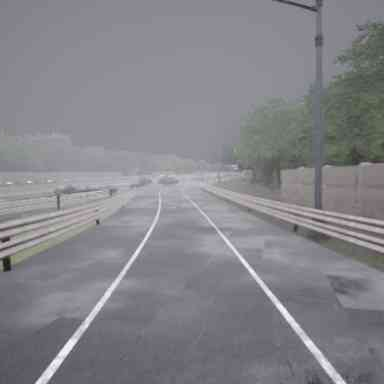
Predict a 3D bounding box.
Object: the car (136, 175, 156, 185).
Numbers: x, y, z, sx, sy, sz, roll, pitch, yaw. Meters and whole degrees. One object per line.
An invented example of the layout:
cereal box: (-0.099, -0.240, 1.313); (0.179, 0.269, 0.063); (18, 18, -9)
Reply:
car: (-11.686, -2.758, 82.762); (2.150, 2.045, 5.566); (1, 4, 14)

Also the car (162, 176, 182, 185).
car: (-4.885, -2.690, 81.104); (2.150, 2.045, 5.566); (1, 4, 14)

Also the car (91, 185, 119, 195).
car: (-12.574, -0.321, 49.654); (1.837, 1.490, 4.892); (1, 4, 14)

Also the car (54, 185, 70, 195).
car: (-19.375, -0.363, 51.314); (1.812, 1.442, 4.674); (1, 4, 14)

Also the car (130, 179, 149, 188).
car: (-11.263, -1.545, 69.764); (1.895, 1.301, 4.718); (1, 4, 14)

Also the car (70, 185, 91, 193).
car: (-15.967, -0.257, 50.516); (1.895, 1.301, 4.718); (1, 4, 14)

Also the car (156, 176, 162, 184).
car: (-6.988, -3.076, 87.241); (2.150, 2.045, 5.566); (1, 4, 14)
